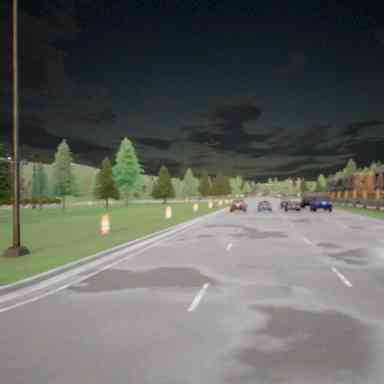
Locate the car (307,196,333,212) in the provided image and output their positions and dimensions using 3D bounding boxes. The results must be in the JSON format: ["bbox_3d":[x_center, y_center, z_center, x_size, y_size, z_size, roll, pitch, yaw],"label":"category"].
[{"bbox_3d":[16.615,1.532,42.917,2.150,2.045,5.566,-1,-1,13],"label":"car"}]

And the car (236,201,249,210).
[{"bbox_3d":[8.493,2.178,55.498,1.895,1.301,4.718,-1,-1,12],"label":"car"}]

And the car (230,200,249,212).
[{"bbox_3d":[6.486,1.836,45.726,2.097,1.767,4.553,-1,-1,12],"label":"car"}]

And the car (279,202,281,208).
[{"bbox_3d":[15.335,1.970,54.030,1.837,1.490,4.892,-1,-1,12],"label":"car"}]

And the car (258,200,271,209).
[{"bbox_3d":[11.911,2.085,54.749,1.994,1.385,4.181,-1,-1,12],"label":"car"}]

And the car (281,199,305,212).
[{"bbox_3d":[13.331,1.919,44.248,2.033,1.411,5.357,-1,-1,12],"label":"car"}]

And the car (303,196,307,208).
[{"bbox_3d":[18.762,1.631,53.342,2.150,2.045,5.566,-1,-1,12],"label":"car"}]

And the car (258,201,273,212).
[{"bbox_3d":[9.990,1.979,45.349,2.033,1.411,5.357,-1,-1,12],"label":"car"}]
